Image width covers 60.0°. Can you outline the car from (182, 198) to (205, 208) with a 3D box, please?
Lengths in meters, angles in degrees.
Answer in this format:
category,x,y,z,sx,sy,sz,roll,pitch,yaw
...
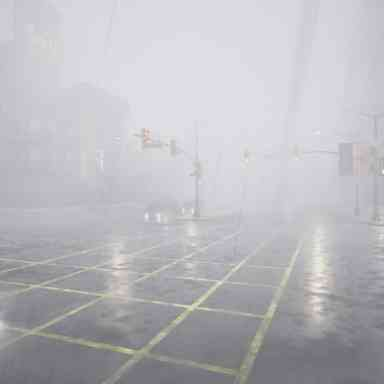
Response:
category,x,y,z,sx,sy,sz,roll,pitch,yaw
car,0.275,1.601,48.554,1.895,1.301,4.718,0,0,21

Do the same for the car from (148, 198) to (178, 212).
category,x,y,z,sx,sy,sz,roll,pitch,yaw
car,-3.381,1.478,39.016,1.882,1.535,5.008,0,0,23
